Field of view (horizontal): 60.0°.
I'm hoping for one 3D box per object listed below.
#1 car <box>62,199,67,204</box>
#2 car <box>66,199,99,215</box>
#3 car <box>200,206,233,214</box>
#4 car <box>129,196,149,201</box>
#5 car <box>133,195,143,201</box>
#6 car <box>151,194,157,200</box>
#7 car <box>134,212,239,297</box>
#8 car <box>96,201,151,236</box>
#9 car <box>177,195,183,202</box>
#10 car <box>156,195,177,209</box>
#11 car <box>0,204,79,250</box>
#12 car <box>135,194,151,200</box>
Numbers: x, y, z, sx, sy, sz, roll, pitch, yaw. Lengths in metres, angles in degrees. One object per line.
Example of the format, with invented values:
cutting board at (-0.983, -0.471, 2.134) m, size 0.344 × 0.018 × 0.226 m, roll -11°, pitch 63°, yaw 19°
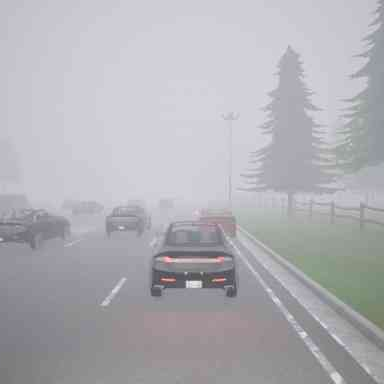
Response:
car at (-16.026, 1.564, 44.165) m, size 1.994 × 1.385 × 4.181 m, roll 0°, pitch 0°, yaw -13°
car at (-10.404, 1.547, 33.525) m, size 2.033 × 1.411 × 5.357 m, roll 0°, pitch 0°, yaw 0°
car at (1.222, 1.478, 17.905) m, size 1.882 × 1.535 × 5.008 m, roll 0°, pitch 0°, yaw 0°
car at (-6.906, 1.547, 40.730) m, size 2.033 × 1.411 × 5.357 m, roll 0°, pitch 0°, yaw 0°
car at (-14.013, 1.477, 86.085) m, size 1.882 × 1.535 × 5.008 m, roll 0°, pitch 0°, yaw 0°
car at (-10.514, 1.539, 92.921) m, size 2.033 × 1.411 × 5.357 m, roll 0°, pitch 0°, yaw 0°
car at (0.051, 1.491, 8.563) m, size 2.128 × 1.511 × 4.902 m, roll 0°, pitch 0°, yaw 0°
car at (-3.404, 1.491, 18.422) m, size 2.128 × 1.511 × 4.902 m, roll 0°, pitch 0°, yaw 0°
car at (-3.510, 1.524, 79.720) m, size 2.128 × 1.511 × 4.902 m, roll 0°, pitch 0°, yaw 0°
car at (-3.405, 1.504, 45.165) m, size 1.837 × 1.490 × 4.892 m, roll 0°, pitch 0°, yaw 0°
car at (-6.900, 1.491, 14.408) m, size 2.128 × 1.511 × 4.902 m, roll 0°, pitch 0°, yaw 0°
car at (-10.410, 1.492, 68.759) m, size 2.128 × 1.511 × 4.902 m, roll 0°, pitch 0°, yaw 0°
